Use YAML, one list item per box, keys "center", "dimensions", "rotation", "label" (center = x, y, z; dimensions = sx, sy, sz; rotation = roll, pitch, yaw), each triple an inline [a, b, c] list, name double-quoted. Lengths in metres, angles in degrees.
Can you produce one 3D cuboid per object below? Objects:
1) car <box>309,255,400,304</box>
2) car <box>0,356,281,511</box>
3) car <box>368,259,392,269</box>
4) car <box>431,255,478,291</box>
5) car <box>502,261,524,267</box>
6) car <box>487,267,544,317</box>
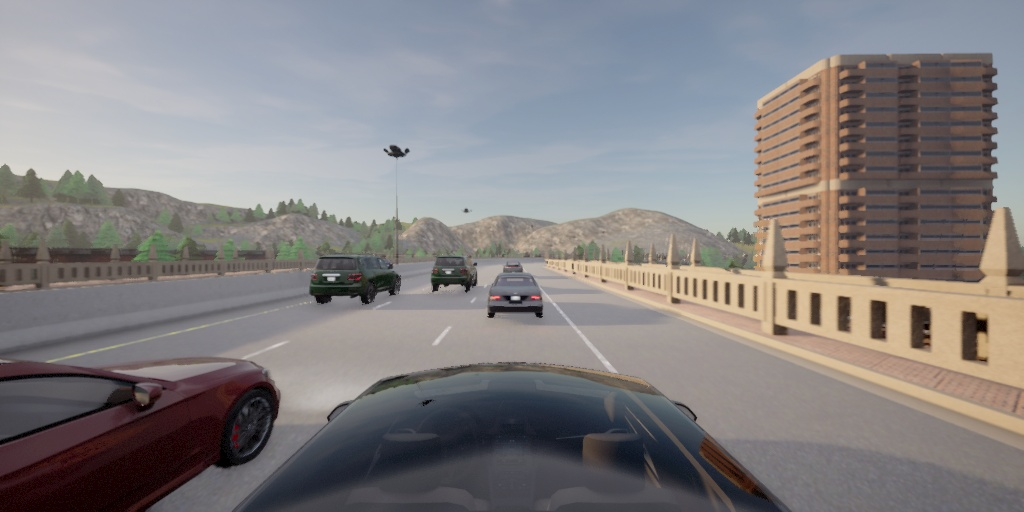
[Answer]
- center: [-6.894, 0.971, 16.376]
  dimensions: [2.150, 2.045, 5.566]
  rotation: [0, 0, 0]
  label: "car"
- center: [-3.413, 1.276, 1.933]
  dimensions: [1.812, 1.442, 4.674]
  rotation: [0, 0, 0]
  label: "car"
- center: [-20.979, 1.235, 57.110]
  dimensions: [1.882, 1.535, 5.008]
  rotation: [0, 0, 0]
  label: "car"
- center: [-3.392, 0.970, 21.825]
  dimensions: [2.150, 2.045, 5.566]
  rotation: [0, 0, 0]
  label: "car"
- center: [0.112, 1.239, 34.652]
  dimensions: [2.128, 1.511, 4.902]
  rotation: [0, 0, 0]
  label: "car"
- center: [0.105, 1.297, 13.142]
  dimensions: [2.033, 1.411, 5.357]
  rotation: [0, 0, 0]
  label: "car"
